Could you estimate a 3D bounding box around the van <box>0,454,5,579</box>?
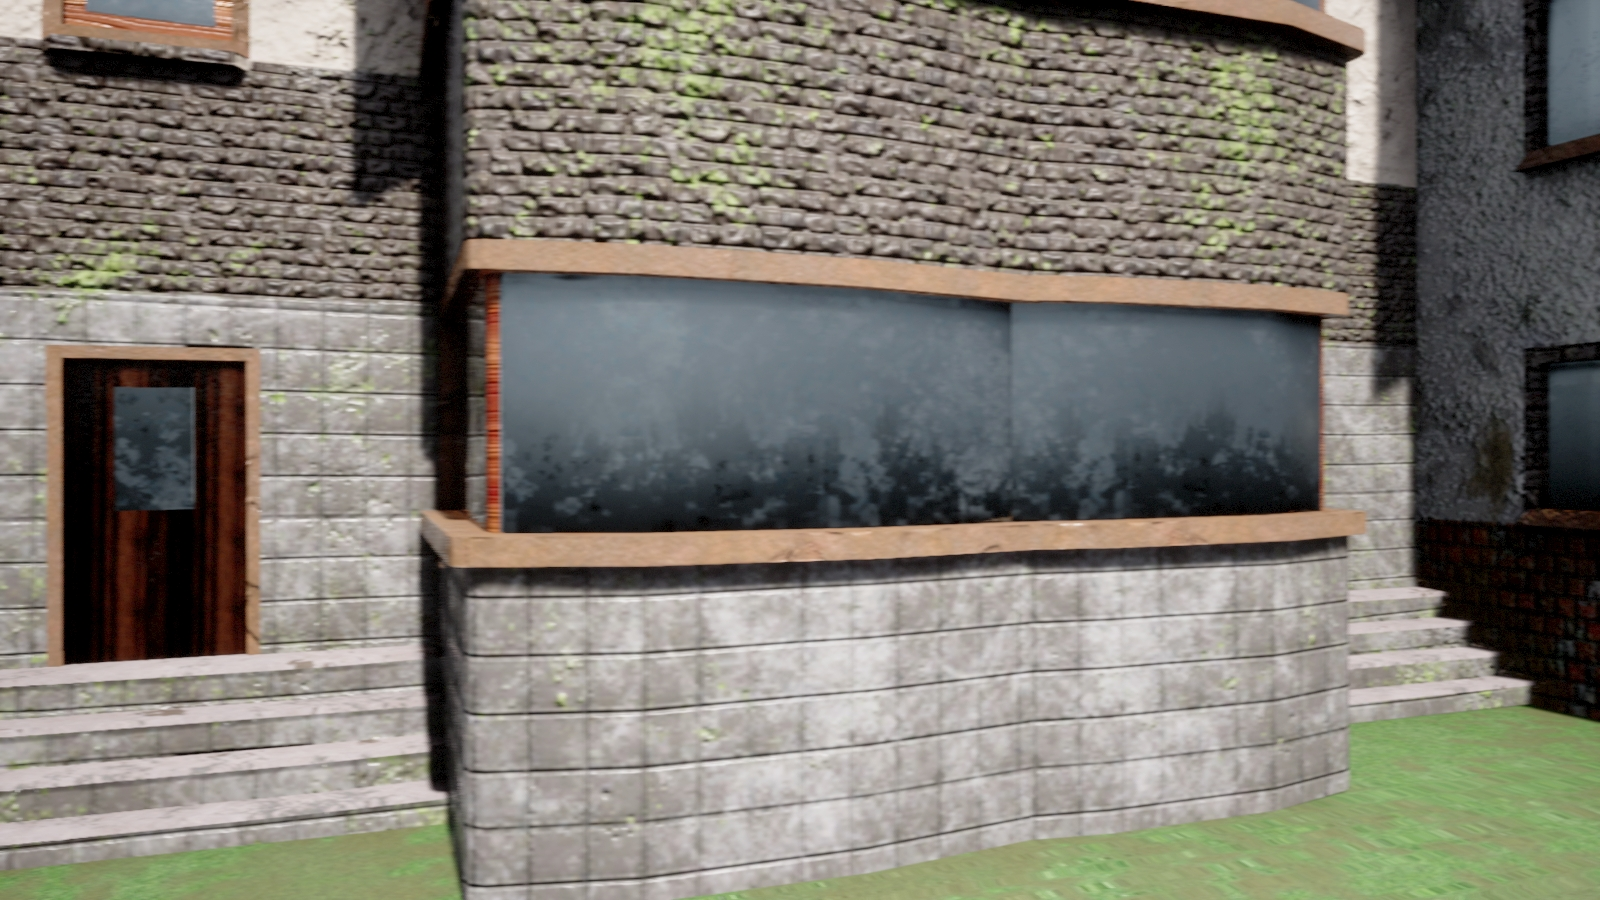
[{"bbox_3d":[-16.439,1.356,20.560,1.988,2.561,5.915,0,0,-19],"label":"van"}]
